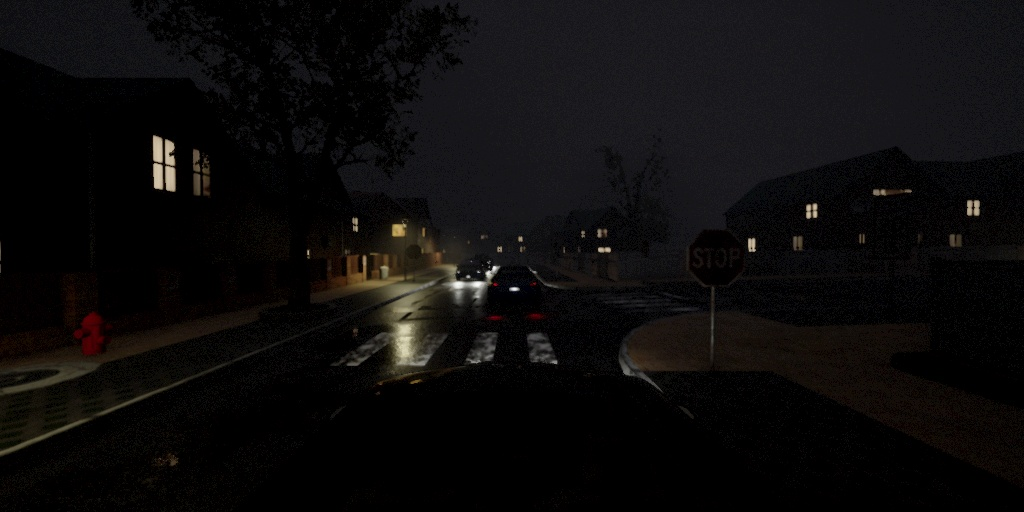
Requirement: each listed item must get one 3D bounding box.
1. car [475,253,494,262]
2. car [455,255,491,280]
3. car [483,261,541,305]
[{"bbox_3d":[-2.964,0.531,35.341,2.097,1.767,4.553,0,1,-1],"label":"car"},{"bbox_3d":[-2.863,0.890,25.716,2.033,1.411,5.357,0,1,-1],"label":"car"},{"bbox_3d":[0.080,1.091,14.537,1.994,1.385,4.181,0,1,0],"label":"car"}]
